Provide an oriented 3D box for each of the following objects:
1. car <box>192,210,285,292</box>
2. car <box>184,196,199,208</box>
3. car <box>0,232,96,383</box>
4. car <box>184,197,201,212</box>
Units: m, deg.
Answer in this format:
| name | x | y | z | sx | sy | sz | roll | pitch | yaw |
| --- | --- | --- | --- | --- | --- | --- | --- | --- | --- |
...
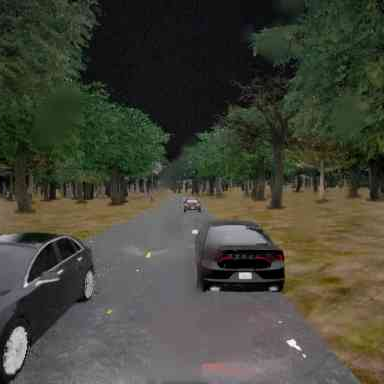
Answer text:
| name | x | y | z | sx | sy | sz | roll | pitch | yaw |
| --- | --- | --- | --- | --- | --- | --- | --- | --- | --- |
| car | 1.033 | 1.480 | 8.952 | 1.882 | 1.535 | 5.008 | 0 | 0 | 0 |
| car | -0.043 | 1.380 | 47.166 | 2.128 | 1.511 | 4.902 | 0 | 0 | 0 |
| car | -3.010 | 1.507 | 5.457 | 1.837 | 1.490 | 4.892 | 0 | 0 | 0 |
| car | 0.035 | 1.463 | 37.045 | 1.812 | 1.442 | 4.674 | 0 | 0 | 0 |
